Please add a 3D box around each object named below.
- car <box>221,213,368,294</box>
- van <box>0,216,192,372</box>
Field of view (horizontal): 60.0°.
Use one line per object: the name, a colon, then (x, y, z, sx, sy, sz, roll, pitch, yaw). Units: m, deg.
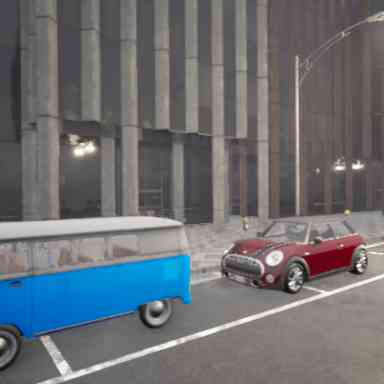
car: (2.685, 1.393, 8.567, 4.097, 1.590, 1.967, 0, 0, -35)
van: (-1.904, 1.332, 5.294, 3.998, 1.788, 1.690, 0, 0, -35)
